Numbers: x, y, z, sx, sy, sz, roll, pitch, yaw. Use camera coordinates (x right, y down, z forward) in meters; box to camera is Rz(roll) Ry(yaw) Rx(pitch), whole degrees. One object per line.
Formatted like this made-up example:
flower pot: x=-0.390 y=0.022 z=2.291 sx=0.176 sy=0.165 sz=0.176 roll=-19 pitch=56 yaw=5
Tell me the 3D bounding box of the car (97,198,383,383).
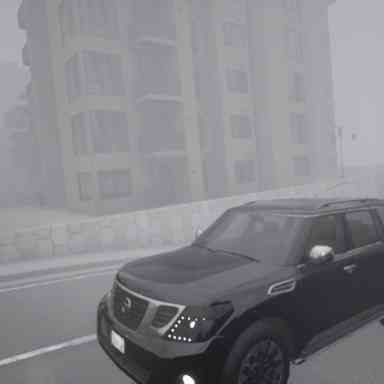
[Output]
car: x=1.451 y=1.151 z=5.078 sx=5.566 sy=2.045 sz=2.150 roll=-1 pitch=0 yaw=-36
